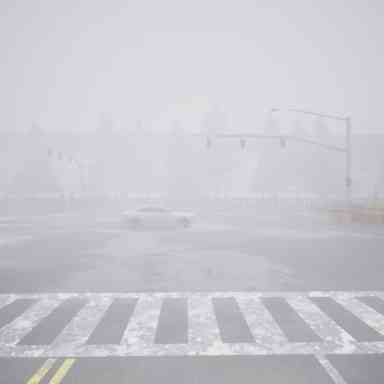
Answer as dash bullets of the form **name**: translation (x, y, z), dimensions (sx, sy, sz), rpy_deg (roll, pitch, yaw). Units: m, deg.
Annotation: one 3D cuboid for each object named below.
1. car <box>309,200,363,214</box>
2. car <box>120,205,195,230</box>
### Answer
- **car**: translation (15.416, 1.547, 35.488), dimensions (5.357, 1.411, 2.033), rpy_deg (0, 0, -2)
- **car**: translation (-2.129, 1.525, 20.739), dimensions (4.674, 1.442, 1.812), rpy_deg (0, 0, -2)
